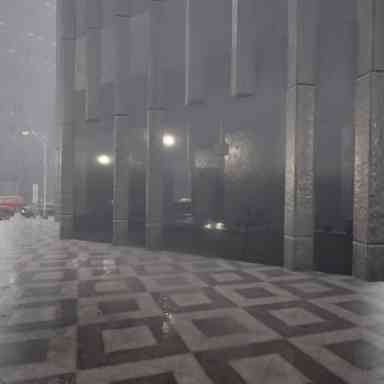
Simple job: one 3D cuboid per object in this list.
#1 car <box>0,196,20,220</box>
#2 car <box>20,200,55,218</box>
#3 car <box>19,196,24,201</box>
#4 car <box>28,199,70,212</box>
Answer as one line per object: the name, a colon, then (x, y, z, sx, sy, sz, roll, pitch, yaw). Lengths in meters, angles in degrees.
car: (-17.076, 1.463, 26.681, 2.192, 1.841, 5.009, 1, 0, 35)
car: (-13.810, 1.742, 31.283, 1.947, 1.339, 4.313, 1, 0, 35)
car: (-20.750, 1.353, 36.227, 2.192, 1.841, 5.009, 1, 0, 35)
car: (-17.484, 1.633, 40.827, 1.947, 1.339, 4.313, 1, 0, 35)
